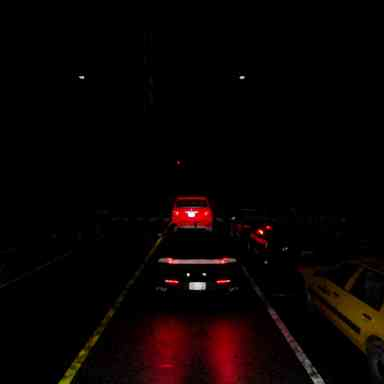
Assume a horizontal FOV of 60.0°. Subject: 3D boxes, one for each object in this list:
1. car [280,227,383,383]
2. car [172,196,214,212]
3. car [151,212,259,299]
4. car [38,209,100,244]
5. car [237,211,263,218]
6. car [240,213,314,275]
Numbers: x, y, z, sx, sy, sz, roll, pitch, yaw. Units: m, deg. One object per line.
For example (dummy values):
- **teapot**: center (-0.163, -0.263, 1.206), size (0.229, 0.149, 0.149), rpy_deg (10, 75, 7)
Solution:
- **car**: center (2.864, 1.522, 4.857), size (1.752, 1.417, 4.829), rpy_deg (-1, 0, 0)
- **car**: center (0.061, 1.207, 18.793), size (2.150, 2.045, 5.566), rpy_deg (0, 0, 2)
- **car**: center (0.096, 1.485, 8.445), size (2.128, 1.511, 4.902), rpy_deg (0, 0, 0)
- **car**: center (-5.684, 1.532, 15.853), size (1.887, 1.381, 4.507), rpy_deg (-1, 0, 0)
- **car**: center (2.861, 1.569, 15.859), size (1.802, 1.307, 4.206), rpy_deg (-1, 0, 0)
- **car**: center (2.863, 1.558, 10.273), size (1.947, 1.339, 4.313), rpy_deg (-1, 0, 0)
